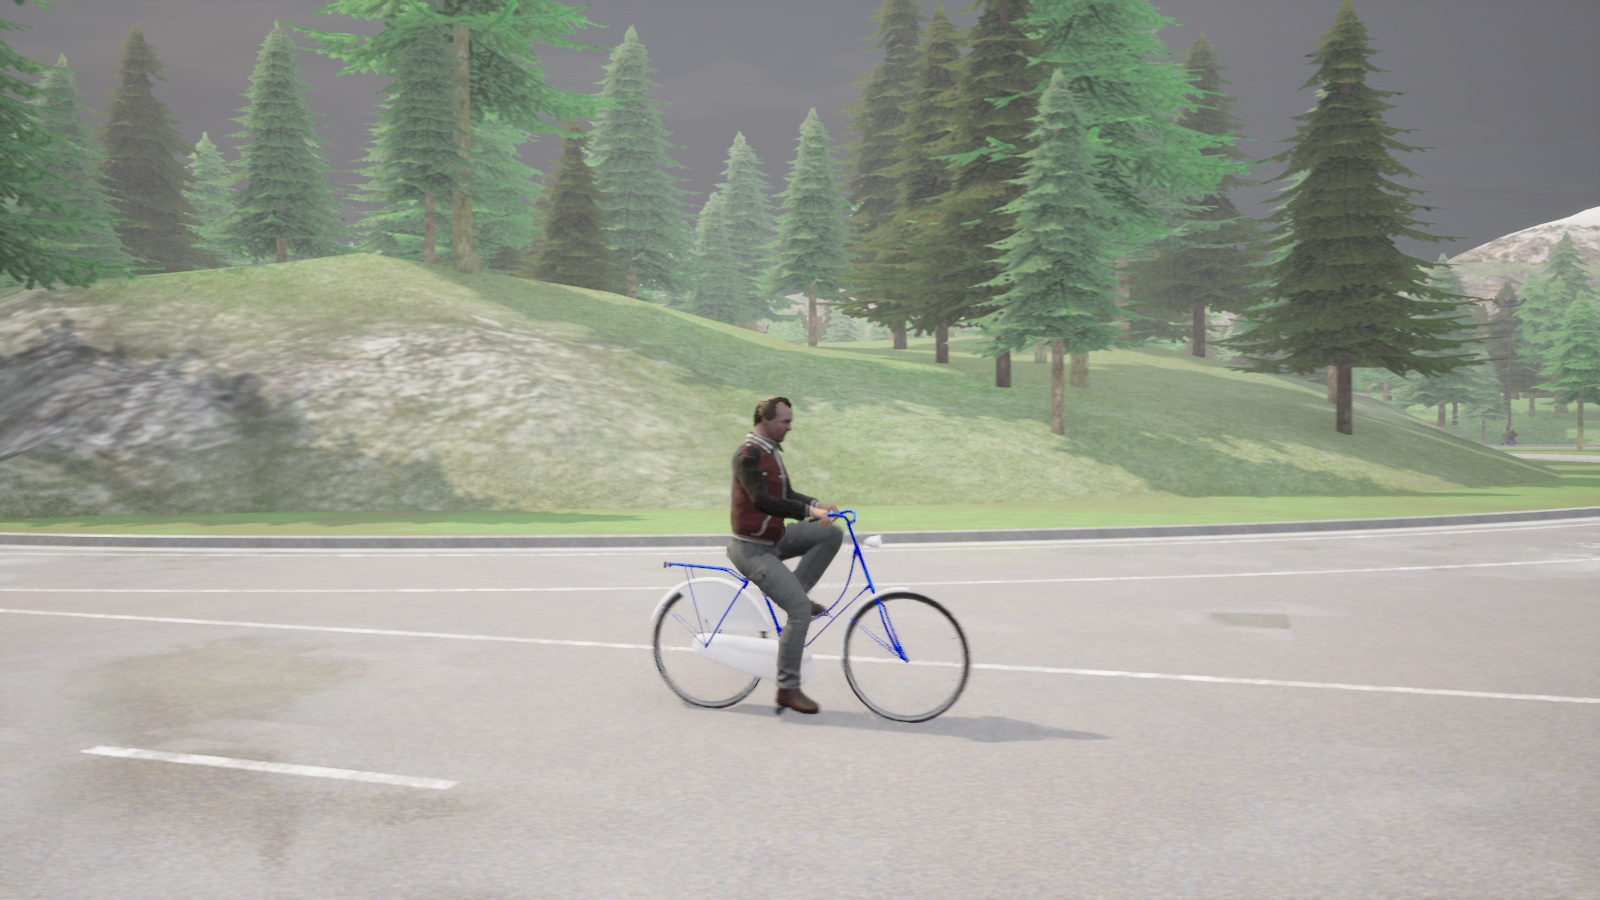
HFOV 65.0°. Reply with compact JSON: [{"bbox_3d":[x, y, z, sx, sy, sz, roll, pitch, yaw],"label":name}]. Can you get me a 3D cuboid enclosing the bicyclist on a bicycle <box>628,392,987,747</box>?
[{"bbox_3d":[0.042,0.587,6.870,1.843,1.776,0.659,0,1,19],"label":"bicyclist on a bicycle"}]
